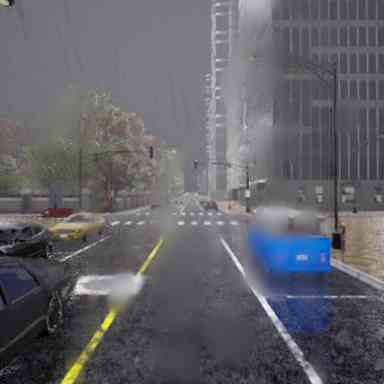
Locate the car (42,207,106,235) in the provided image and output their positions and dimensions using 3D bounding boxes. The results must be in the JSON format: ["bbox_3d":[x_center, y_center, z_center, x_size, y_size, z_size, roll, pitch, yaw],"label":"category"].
[{"bbox_3d":[-5.809,1.688,17.490,1.752,1.417,4.829,0,-1,0],"label":"car"}]

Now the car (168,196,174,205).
[{"bbox_3d":[-5.657,1.964,71.109,2.192,1.841,5.009,0,-1,0],"label":"car"}]

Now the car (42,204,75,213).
[{"bbox_3d":[-12.108,1.849,31.897,4.181,1.385,1.994,0,-1,1],"label":"car"}]

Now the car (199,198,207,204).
[{"bbox_3d":[2.729,2.184,82.463,1.967,1.590,4.097,0,0,0],"label":"car"}]

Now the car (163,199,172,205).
[{"bbox_3d":[-5.655,2.279,76.789,1.802,1.307,4.206,0,0,0],"label":"car"}]

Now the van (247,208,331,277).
[{"bbox_3d":[2.780,1.437,10.256,1.690,1.788,3.998,0,-1,0],"label":"van"}]

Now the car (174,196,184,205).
[{"bbox_3d":[-2.969,2.206,75.421,2.128,1.511,4.902,0,0,0],"label":"car"}]

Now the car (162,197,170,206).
[{"bbox_3d":[-5.663,2.098,59.741,2.008,1.369,4.403,0,-1,0],"label":"car"}]

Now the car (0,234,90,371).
[{"bbox_3d":[-3.096,1.587,4.022,2.033,1.411,5.357,0,-1,0],"label":"car"}]

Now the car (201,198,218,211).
[{"bbox_3d":[2.714,1.883,48.379,1.967,1.590,4.097,0,-1,0],"label":"car"}]

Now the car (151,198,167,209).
[{"bbox_3d":[-5.665,2.040,54.059,1.887,1.381,4.507,0,-1,0],"label":"car"}]

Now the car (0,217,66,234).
[{"bbox_3d":[-5.764,1.662,10.256,1.947,1.339,4.313,0,-1,0],"label":"car"}]

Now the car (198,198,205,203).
[{"bbox_3d":[2.734,2.360,93.998,1.752,1.417,4.829,0,0,0],"label":"car"}]
